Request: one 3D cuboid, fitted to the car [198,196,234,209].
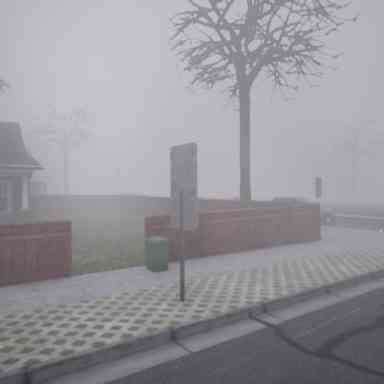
[{"bbox_3d":[1.348,1.143,30.661,1.812,1.442,4.674,0,1,-36],"label":"car"}]

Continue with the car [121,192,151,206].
[{"bbox_3d":[-6.735,0.879,41.889,1.882,1.535,5.008,0,2,-36],"label":"car"}]

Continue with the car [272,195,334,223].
[{"bbox_3d":[7.199,1.124,22.546,2.097,1.767,4.553,0,1,-36],"label":"car"}]

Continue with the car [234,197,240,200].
[{"bbox_3d":[4.135,1.174,31.853,1.994,1.385,4.181,0,1,-36],"label":"car"}]
